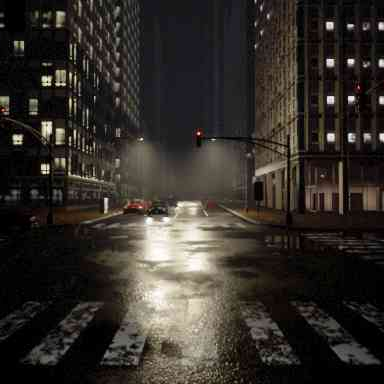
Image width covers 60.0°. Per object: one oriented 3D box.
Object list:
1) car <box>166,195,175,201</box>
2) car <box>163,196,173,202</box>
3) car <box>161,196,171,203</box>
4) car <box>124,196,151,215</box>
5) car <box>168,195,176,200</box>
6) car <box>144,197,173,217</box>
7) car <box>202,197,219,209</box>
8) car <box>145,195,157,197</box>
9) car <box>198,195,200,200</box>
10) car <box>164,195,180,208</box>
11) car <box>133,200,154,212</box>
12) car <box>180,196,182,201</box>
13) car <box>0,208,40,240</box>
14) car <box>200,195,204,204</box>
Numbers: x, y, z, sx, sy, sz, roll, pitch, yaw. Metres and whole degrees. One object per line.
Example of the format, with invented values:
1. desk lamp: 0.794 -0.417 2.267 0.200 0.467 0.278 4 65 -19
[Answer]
1. car: -5.717 1.628 89.560 2.008 1.369 4.403 1 0 0
2. car: -5.711 1.617 78.410 2.008 1.369 4.403 1 0 0
3. car: -5.709 1.606 72.834 1.887 1.381 4.507 1 0 0
4. car: -5.689 1.468 33.809 1.967 1.590 4.097 1 0 0
5. car: -5.720 1.648 95.135 1.947 1.339 4.313 1 0 0
6. car: -3.113 1.531 31.892 1.837 1.490 4.892 0 0 0
7. car: 2.683 1.620 45.024 1.802 1.307 4.206 1 0 0
8. car: -5.692 1.353 44.959 2.192 1.841 5.009 1 0 0
9. car: 2.676 1.618 61.757 1.947 1.339 4.313 1 0 0
10. car: -3.114 1.519 48.980 1.882 1.535 5.008 0 0 0
11. car: -5.695 1.615 39.384 1.802 1.307 4.206 1 0 0
12. car: -3.029 1.187 64.890 1.882 1.535 5.008 0 0 0
13. car: -10.088 1.520 16.121 4.902 1.511 2.128 0 0 -17
14. car: 2.679 1.573 56.350 1.752 1.417 4.829 1 0 0
